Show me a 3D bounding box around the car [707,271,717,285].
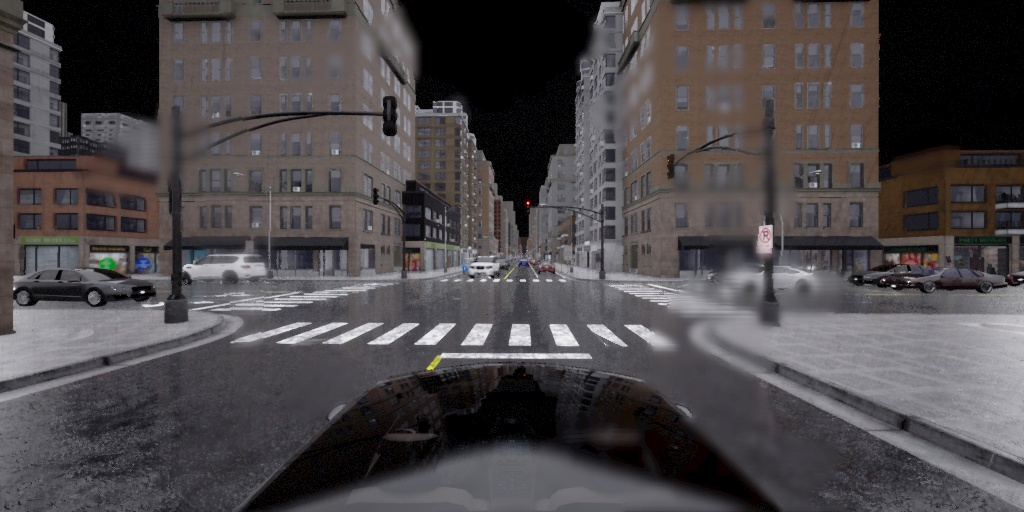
[{"bbox_3d":[15.666,1.257,23.836,4.902,1.511,2.128,0,0,2],"label":"car"}]

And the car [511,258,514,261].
[{"bbox_3d":[-1.120,1.394,63.075,1.895,1.301,4.718,0,0,2],"label":"car"}]

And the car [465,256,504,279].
[{"bbox_3d":[-2.415,0.983,33.290,2.150,2.045,5.566,0,0,6],"label":"car"}]

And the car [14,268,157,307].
[{"bbox_3d":[-17.632,1.239,14.858,4.892,1.490,1.837,0,0,2],"label":"car"}]

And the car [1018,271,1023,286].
[{"bbox_3d":[35.065,1.360,23.257,4.181,1.385,1.994,0,0,2],"label":"car"}]

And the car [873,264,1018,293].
[{"bbox_3d":[24.374,1.326,20.329,5.357,1.411,2.033,0,0,2],"label":"car"}]

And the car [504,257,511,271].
[{"bbox_3d":[-1.595,1.131,50.214,2.097,1.767,4.553,0,0,2],"label":"car"}]

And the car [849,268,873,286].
[{"bbox_3d":[25.083,1.284,23.559,4.892,1.490,1.837,0,0,2],"label":"car"}]

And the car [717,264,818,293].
[{"bbox_3d":[14.787,1.291,20.610,4.674,1.442,1.812,0,0,3],"label":"car"}]

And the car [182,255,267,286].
[{"bbox_3d":[-20.040,0.955,24.794,5.566,2.045,2.150,0,0,3],"label":"car"}]

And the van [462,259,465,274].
[{"bbox_3d":[-4.672,1.111,41.228,1.690,1.789,3.998,0,0,2],"label":"van"}]

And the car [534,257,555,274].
[{"bbox_3d":[3.849,1.210,40.936,1.967,1.591,4.097,0,0,2],"label":"car"}]
